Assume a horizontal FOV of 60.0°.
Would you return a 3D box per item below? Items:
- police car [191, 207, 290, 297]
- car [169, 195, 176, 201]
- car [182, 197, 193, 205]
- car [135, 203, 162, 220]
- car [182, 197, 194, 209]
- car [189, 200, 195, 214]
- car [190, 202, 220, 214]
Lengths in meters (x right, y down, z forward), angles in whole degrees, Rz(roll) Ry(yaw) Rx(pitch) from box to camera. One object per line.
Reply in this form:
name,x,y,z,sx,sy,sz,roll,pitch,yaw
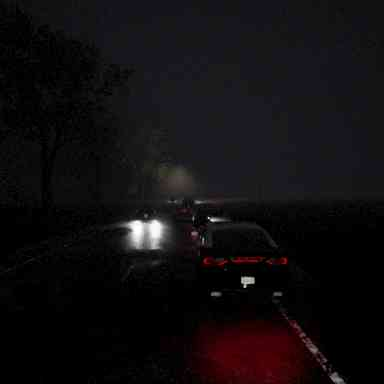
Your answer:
police car,1.017,1.426,8.718,1.930,1.638,5.238,0,0,0
car,-5.051,1.571,87.277,1.882,1.535,5.008,0,0,-2
car,-0.807,1.613,61.882,1.994,1.385,4.181,0,0,-1
car,-3.725,1.613,28.865,1.895,1.301,4.718,0,0,-1
car,-0.468,1.631,46.916,1.895,1.301,4.718,0,0,-1
car,0.886,1.535,24.623,1.812,1.442,4.674,0,0,-1
car,0.945,1.511,18.618,1.837,1.490,4.892,0,0,-1
